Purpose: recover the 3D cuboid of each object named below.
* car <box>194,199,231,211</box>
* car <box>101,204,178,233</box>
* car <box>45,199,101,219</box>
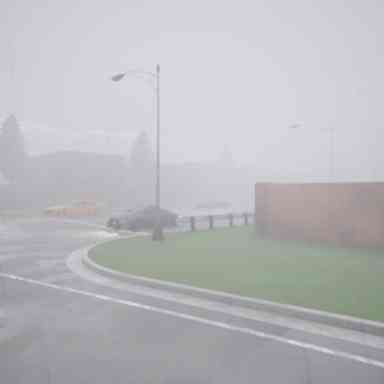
[{"bbox_3d":[2.408,1.473,39.085,4.718,1.301,1.895,0,0,-44],"label":"car"},{"bbox_3d":[-2.782,1.490,19.349,4.181,1.385,1.994,0,0,-44],"label":"car"},{"bbox_3d":[-9.484,1.358,27.478,5.008,1.535,1.882,0,0,-44],"label":"car"}]
